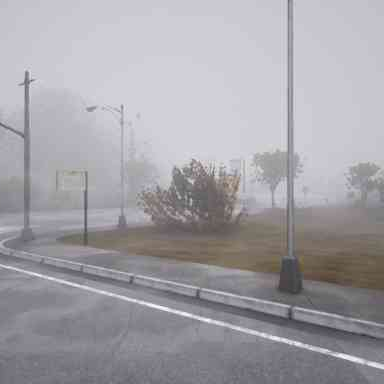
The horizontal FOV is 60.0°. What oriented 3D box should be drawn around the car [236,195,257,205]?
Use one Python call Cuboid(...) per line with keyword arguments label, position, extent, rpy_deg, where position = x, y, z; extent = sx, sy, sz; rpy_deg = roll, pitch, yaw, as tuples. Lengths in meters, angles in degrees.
Cuboid(label="car", position=(8.641, 1.241, 53.777), extent=(1.882, 1.535, 5.008), rpy_deg=(0, 1, 38))
